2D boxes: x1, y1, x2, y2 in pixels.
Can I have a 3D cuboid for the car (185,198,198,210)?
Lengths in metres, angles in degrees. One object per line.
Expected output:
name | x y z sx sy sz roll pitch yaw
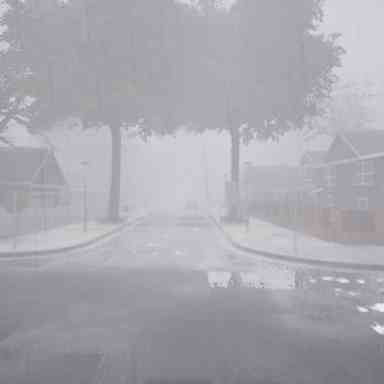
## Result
car | -0.020 2.024 50.867 1.994 1.385 4.181 0 -1 0

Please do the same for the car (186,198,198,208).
car | -0.024 1.916 60.887 2.097 1.767 4.553 0 -1 0
